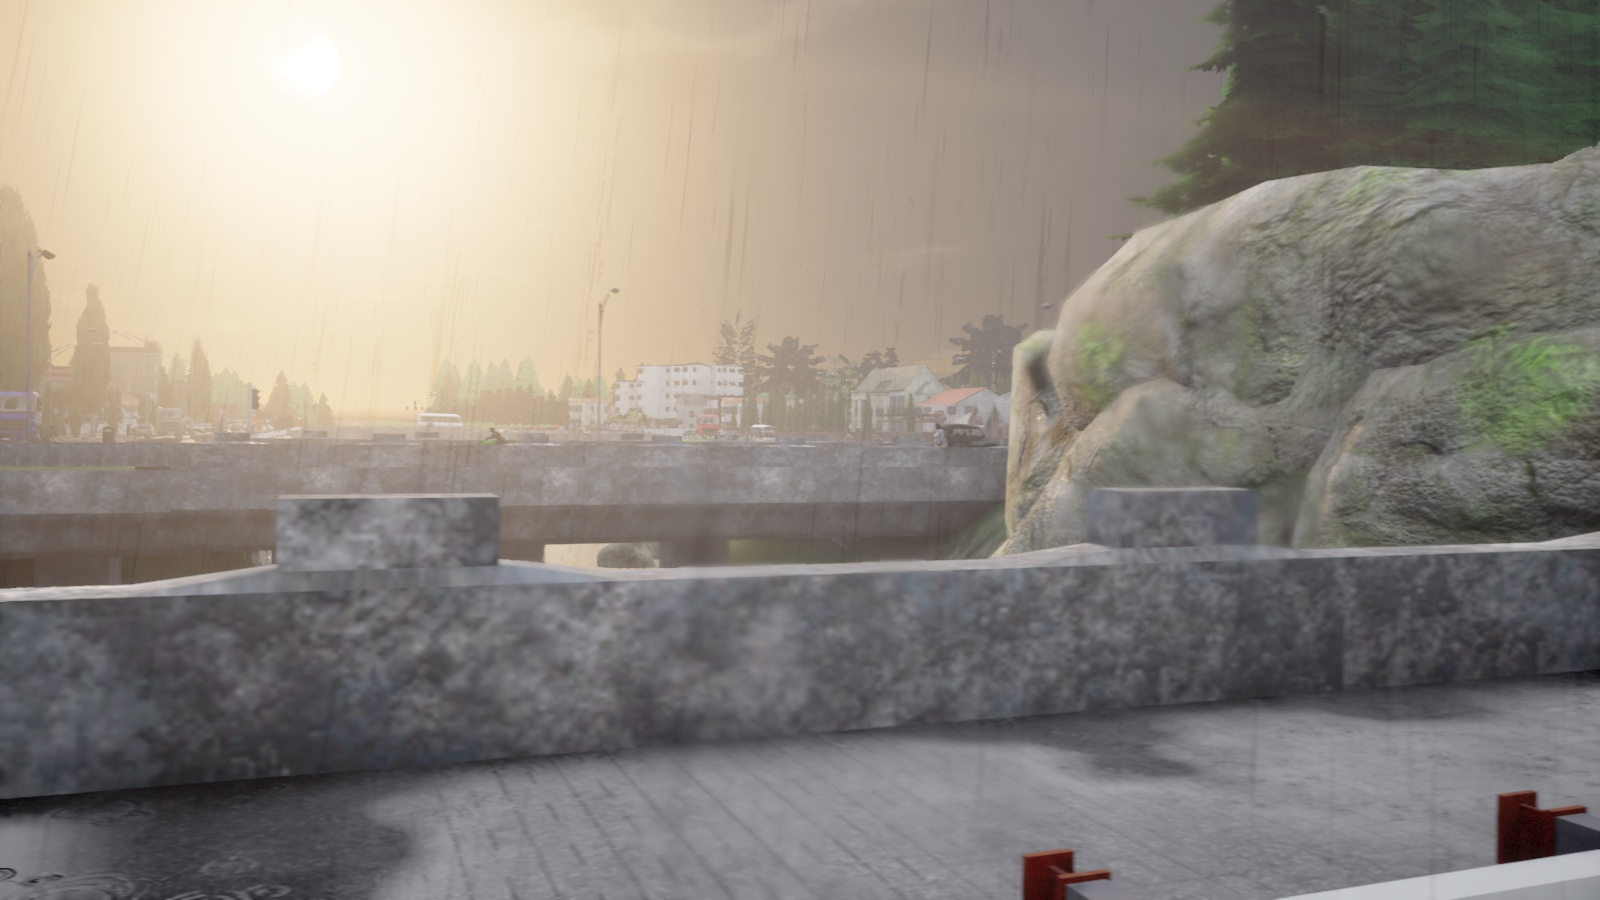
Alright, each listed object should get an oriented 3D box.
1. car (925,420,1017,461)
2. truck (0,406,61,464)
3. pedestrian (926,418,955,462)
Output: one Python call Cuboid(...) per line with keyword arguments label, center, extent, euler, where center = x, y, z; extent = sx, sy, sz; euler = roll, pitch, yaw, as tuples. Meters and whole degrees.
Cuboid(label="car", center=(8.137, -0.467, 59.790), extent=(3.866, 1.878, 1.905), euler=(-1, 1, -21))
Cuboid(label="truck", center=(-48.784, -0.938, 78.743), extent=(2.891, 3.462, 7.936), euler=(-1, 1, -21))
Cuboid(label="pedestrian", center=(5.954, -0.424, 53.333), extent=(0.900, 1.855, 0.874), euler=(-1, 1, -24))
